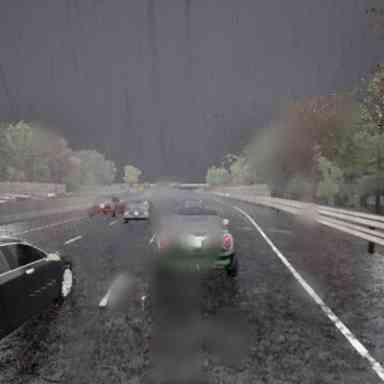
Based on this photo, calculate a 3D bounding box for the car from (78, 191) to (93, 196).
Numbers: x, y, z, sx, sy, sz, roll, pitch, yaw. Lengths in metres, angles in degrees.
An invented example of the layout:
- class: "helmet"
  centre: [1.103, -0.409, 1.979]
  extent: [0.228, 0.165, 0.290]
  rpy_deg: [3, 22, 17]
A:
- class: "car"
  centre: [-24.462, 0.338, 78.364]
  extent: [2.097, 1.767, 4.553]
  rpy_deg: [0, 0, 0]

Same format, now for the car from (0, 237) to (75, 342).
- class: "car"
  centre: [-3.424, 1.457, 5.203]
  extent: [1.837, 1.490, 4.892]
  rpy_deg: [0, 1, 0]

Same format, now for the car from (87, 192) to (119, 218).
- class: "car"
  centre: [-6.894, 1.109, 27.571]
  extent: [2.097, 1.767, 4.553]
  rpy_deg: [0, 0, 0]

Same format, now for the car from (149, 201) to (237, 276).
- class: "car"
  centre: [0.094, 1.259, 10.204]
  extent: [2.097, 1.767, 4.553]
  rpy_deg: [0, 0, 0]

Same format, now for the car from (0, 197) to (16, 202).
- class: "car"
  centre: [-21.072, 1.276, 37.403]
  extent: [1.895, 1.301, 4.718]
  rpy_deg: [0, 0, 0]

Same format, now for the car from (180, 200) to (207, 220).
- class: "car"
  centre: [0.106, 1.369, 26.243]
  extent: [1.895, 1.301, 4.718]
  rpy_deg: [0, 0, 0]

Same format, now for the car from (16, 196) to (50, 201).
- class: "car"
  centre: [-17.572, 1.216, 38.251]
  extent: [2.033, 1.411, 5.357]
  rpy_deg: [0, 0, 0]

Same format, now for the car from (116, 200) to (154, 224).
- class: "car"
  centre: [-3.402, 1.345, 22.842]
  extent: [2.033, 1.411, 5.357]
  rpy_deg: [0, 1, 0]

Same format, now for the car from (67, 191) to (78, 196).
- class: "car"
  centre: [-27.962, 0.483, 78.336]
  extent: [1.837, 1.490, 4.892]
  rpy_deg: [0, 0, 0]
